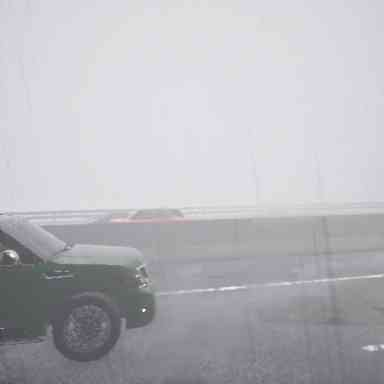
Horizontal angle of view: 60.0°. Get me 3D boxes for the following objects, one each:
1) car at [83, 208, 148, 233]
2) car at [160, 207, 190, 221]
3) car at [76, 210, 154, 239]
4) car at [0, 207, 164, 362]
[{"bbox_3d":[-5.201,1.905,22.898,4.181,1.385,1.994,-1,-1,-12],"label":"car"},{"bbox_3d":[-2.282,1.569,16.374,4.553,1.767,2.097,-1,-1,-12],"label":"car"},{"bbox_3d":[-4.451,1.856,19.479,4.181,1.385,1.994,-1,-1,-12],"label":"car"},{"bbox_3d":[-3.380,1.350,5.197,5.566,2.045,2.150,-1,-1,-12],"label":"car"}]
